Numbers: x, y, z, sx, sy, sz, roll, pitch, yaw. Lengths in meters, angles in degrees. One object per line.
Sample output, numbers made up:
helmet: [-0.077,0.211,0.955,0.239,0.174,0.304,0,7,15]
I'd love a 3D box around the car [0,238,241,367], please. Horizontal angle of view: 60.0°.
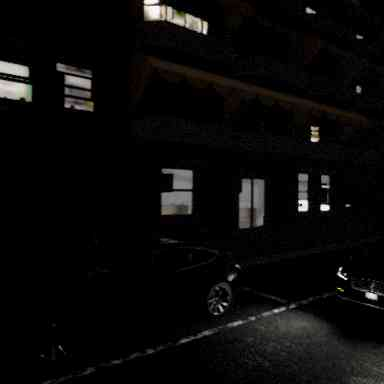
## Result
car: [-1.033,1.555,5.810,4.313,1.339,1.947,0,1,-35]

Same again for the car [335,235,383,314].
car: [4.934,1.469,6.897,4.892,1.490,1.837,0,0,-36]
